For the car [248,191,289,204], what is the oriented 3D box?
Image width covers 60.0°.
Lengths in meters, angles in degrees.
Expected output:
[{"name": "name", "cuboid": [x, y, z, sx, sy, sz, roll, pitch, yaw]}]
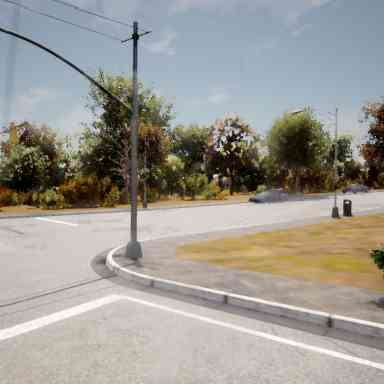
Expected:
[{"name": "car", "cuboid": [9.322, 0.639, 40.164, 5.357, 1.411, 2.033, -3, 2, -32]}]

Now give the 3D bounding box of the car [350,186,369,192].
[{"name": "car", "cuboid": [23.601, -0.504, 47.994, 4.181, 1.385, 1.994, -4, 2, -25]}]
